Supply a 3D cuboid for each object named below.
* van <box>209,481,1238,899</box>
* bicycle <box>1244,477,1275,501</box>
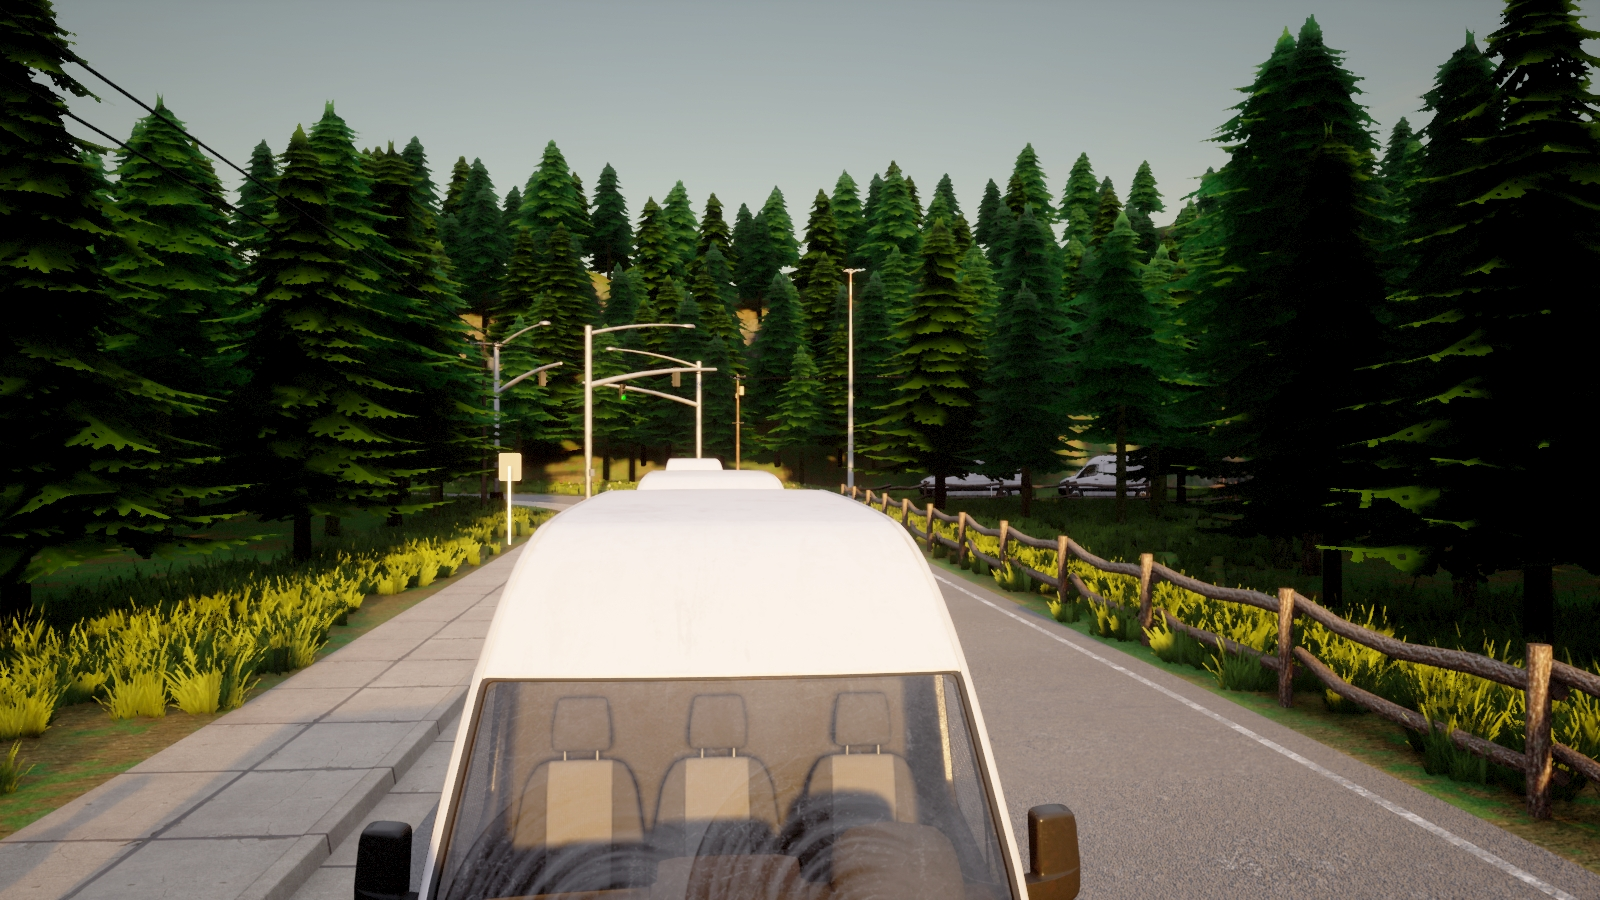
[{"bbox_3d":[-0.349,1.500,5.160,1.988,2.561,5.915,0,0,-5],"label":"van"},{"bbox_3d":[25.313,2.158,62.932,1.487,1.276,0.859,0,0,27],"label":"bicycle"}]
